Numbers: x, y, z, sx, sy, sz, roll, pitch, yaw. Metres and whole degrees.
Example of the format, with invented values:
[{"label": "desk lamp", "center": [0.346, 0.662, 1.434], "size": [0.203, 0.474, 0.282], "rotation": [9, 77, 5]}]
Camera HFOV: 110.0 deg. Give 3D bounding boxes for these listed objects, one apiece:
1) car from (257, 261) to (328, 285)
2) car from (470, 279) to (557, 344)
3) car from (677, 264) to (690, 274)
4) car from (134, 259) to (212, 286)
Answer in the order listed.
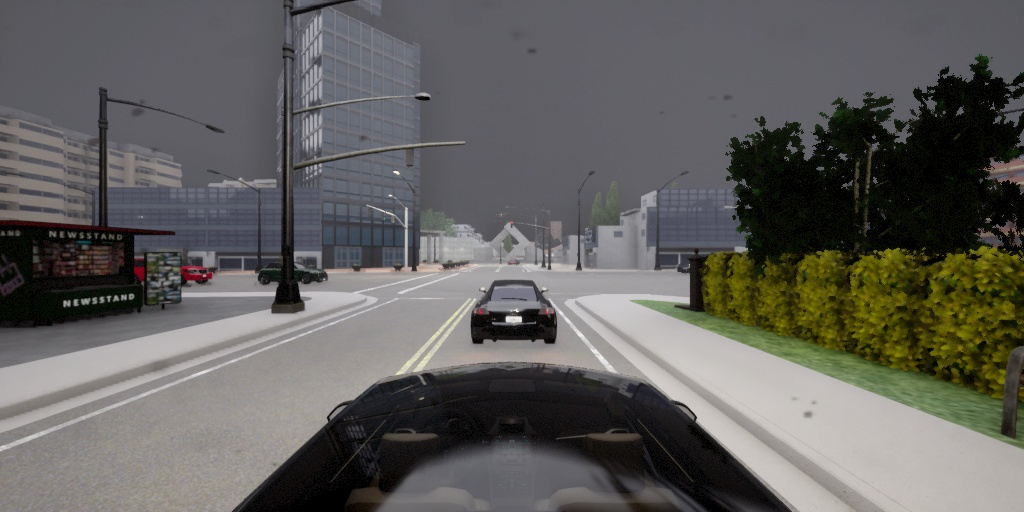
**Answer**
[{"label": "car", "center": [-16.499, 1.209, 27.193], "size": [4.553, 1.767, 2.097], "rotation": [-1, 0, -1]}, {"label": "car", "center": [0.044, 1.314, 9.610], "size": [1.994, 1.385, 4.181], "rotation": [0, 0, 0]}, {"label": "car", "center": [19.927, 1.267, 38.340], "size": [4.181, 1.385, 1.994], "rotation": [0, 0, -1]}, {"label": "car", "center": [-26.016, 1.190, 27.075], "size": [5.566, 2.045, 2.150], "rotation": [-1, 0, -1]}]
